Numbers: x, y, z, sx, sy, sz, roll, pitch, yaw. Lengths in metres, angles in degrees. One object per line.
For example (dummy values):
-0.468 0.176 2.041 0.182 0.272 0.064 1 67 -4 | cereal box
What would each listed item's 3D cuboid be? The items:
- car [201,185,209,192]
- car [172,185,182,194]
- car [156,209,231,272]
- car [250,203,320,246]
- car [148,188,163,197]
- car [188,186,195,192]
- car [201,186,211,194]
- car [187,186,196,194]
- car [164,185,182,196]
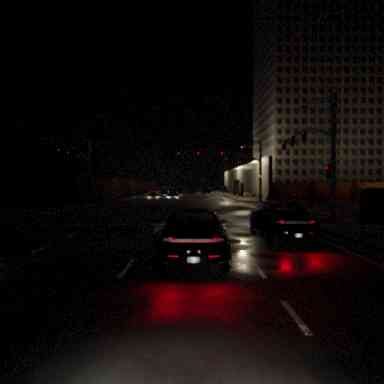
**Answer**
3.464 -0.895 90.376 2.097 1.767 4.553 0 1 0 | car
-3.531 -0.569 78.029 2.150 2.045 5.566 0 1 0 | car
0.053 1.260 9.911 2.128 1.511 4.902 0 1 0 | car
3.571 1.178 13.504 2.128 1.511 4.902 0 1 0 | car
-7.058 0.039 62.521 1.882 1.535 5.008 0 1 0 | car
-0.036 -0.750 90.410 1.837 1.490 4.892 0 1 0 | car
3.468 -0.352 80.194 1.837 1.490 4.892 0 1 0 | car
-0.032 -0.496 80.160 2.097 1.767 4.553 0 1 0 | car
-3.557 -0.089 62.621 2.097 1.767 4.553 0 1 0 | car
